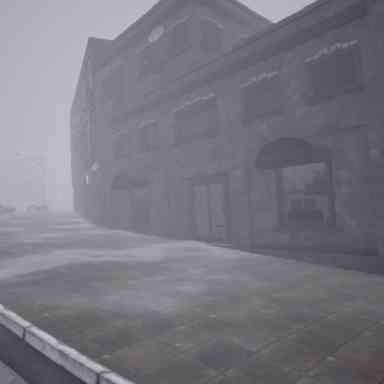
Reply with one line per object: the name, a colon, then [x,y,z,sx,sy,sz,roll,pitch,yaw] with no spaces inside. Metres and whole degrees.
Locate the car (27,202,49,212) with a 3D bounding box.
car: [-23.974,2.274,51.749,1.812,1.442,4.674,-3,-1,-2]

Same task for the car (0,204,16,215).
car: [-23.203,2.147,40.318,1.895,1.301,4.718,-3,-1,-4]
